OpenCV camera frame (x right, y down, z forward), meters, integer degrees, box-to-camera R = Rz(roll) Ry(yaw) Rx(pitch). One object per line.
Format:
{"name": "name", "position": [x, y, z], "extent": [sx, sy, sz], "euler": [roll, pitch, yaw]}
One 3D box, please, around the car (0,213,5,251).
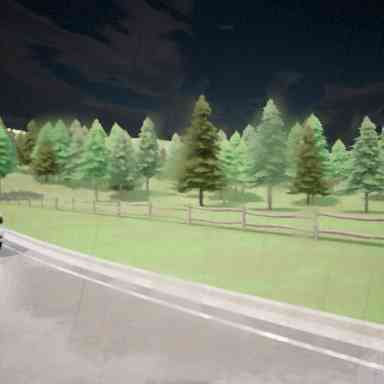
{"name": "car", "position": [-8.752, 1.102, 12.387], "extent": [2.150, 2.045, 5.566], "euler": [0, 0, -43]}
